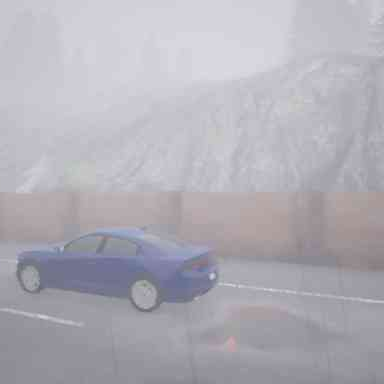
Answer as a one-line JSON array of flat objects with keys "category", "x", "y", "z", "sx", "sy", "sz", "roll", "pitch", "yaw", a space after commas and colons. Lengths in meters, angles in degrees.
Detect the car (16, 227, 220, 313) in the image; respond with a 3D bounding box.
[{"category": "car", "x": -1.837, "y": 1.563, "z": 7.762, "sx": 5.008, "sy": 1.535, "sz": 1.882, "roll": 0, "pitch": -1, "yaw": 24}]
